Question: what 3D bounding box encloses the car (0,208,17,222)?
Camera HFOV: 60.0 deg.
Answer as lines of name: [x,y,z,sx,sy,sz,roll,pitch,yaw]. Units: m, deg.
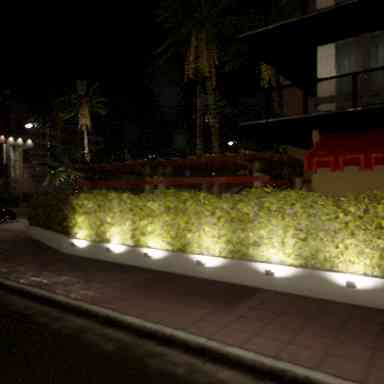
car: [-15.750,1.640,25.211,2.128,1.511,4.902,-1,0,24]
